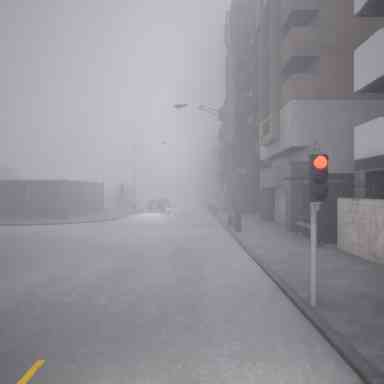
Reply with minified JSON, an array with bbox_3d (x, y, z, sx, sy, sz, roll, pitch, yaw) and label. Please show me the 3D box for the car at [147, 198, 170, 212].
[{"bbox_3d":[-4.138,1.491,39.350,2.128,1.511,4.902,0,0,0],"label":"car"}]
